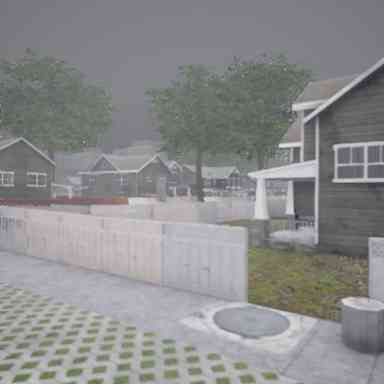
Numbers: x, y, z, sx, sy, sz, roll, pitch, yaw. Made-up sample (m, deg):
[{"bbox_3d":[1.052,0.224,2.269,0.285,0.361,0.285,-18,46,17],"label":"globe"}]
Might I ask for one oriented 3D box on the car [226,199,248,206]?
[{"bbox_3d":[6.683,1.669,47.055,2.033,1.411,5.357,0,0,36],"label":"car"}]
